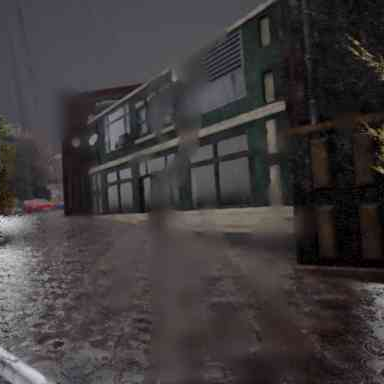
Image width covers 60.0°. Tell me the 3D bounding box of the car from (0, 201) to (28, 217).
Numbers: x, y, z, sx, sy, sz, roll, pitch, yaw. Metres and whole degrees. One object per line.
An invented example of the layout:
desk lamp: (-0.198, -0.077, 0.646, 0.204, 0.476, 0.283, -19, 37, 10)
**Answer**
car: (-20.656, 2.065, 37.185, 1.812, 1.442, 4.674, -4, -1, -2)

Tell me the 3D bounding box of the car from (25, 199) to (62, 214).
car: (-22.845, 2.101, 50.104, 2.435, 2.045, 5.566, -4, -1, 13)

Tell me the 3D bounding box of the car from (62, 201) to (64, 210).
car: (-21.075, 2.325, 55.833, 2.097, 1.535, 5.008, -4, -1, 19)
